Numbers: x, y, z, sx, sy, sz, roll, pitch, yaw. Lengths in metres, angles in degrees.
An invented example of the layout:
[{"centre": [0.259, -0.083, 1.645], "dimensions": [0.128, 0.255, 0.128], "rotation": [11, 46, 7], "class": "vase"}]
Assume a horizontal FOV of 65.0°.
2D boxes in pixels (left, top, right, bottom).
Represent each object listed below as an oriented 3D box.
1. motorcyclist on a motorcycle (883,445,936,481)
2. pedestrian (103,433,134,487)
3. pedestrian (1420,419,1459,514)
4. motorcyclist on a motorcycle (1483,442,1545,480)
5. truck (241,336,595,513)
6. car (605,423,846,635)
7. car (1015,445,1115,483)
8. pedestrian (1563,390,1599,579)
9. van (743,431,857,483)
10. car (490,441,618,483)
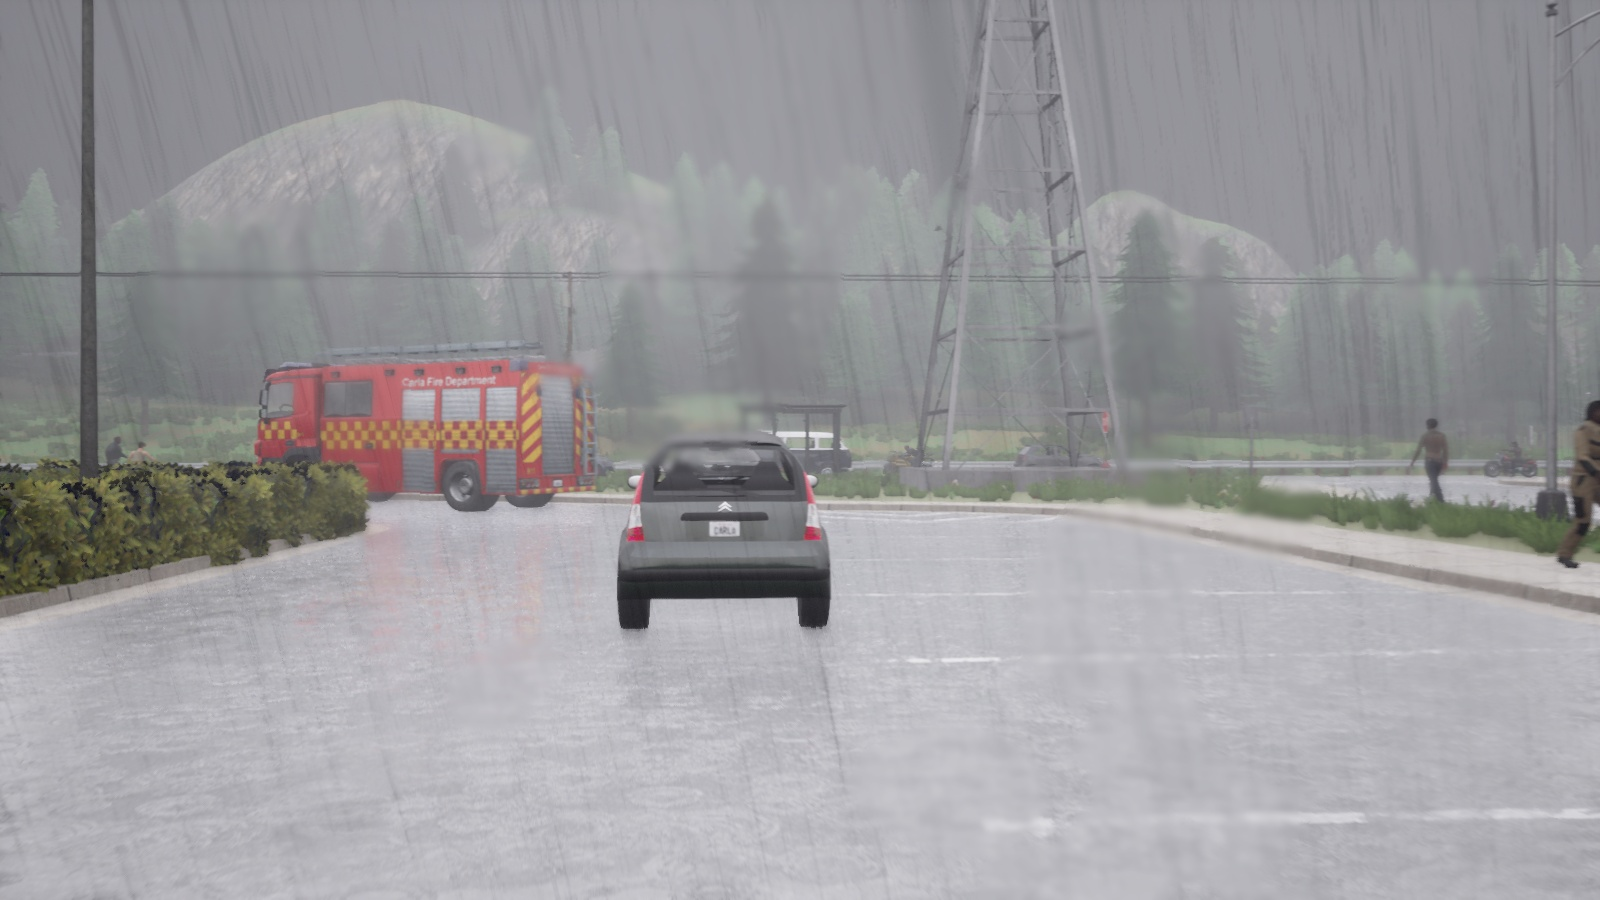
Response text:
[{"centre": [4.714, 0.561, 54.263], "dimensions": [2.191, 1.530, 0.866], "rotation": [0, 0, -3], "class": "motorcyclist on a motorcycle"}, {"centre": [-24.047, 0.341, 44.294], "dimensions": [0.849, 1.883, 0.563], "rotation": [0, 0, -14], "class": "pedestrian"}, {"centre": [12.371, 0.307, 24.312], "dimensions": [0.328, 1.805, 0.869], "rotation": [0, 0, 1], "class": "pedestrian"}, {"centre": [31.664, 0.482, 55.689], "dimensions": [2.350, 1.649, 0.766], "rotation": [0, 0, -3], "class": "motorcyclist on a motorcycle"}, {"centre": [-9.315, -0.548, 30.354], "dimensions": [8.468, 3.827, 2.891], "rotation": [0, 0, 26], "class": "truck"}, {"centre": [-0.697, 0.597, 11.657], "dimensions": [1.851, 1.617, 3.988], "rotation": [0, 0, -4], "class": "car"}, {"centre": [10.741, 0.556, 51.068], "dimensions": [3.633, 1.501, 1.845], "rotation": [0, 0, -3], "class": "car"}, {"centre": [8.361, 0.352, 13.006], "dimensions": [0.396, 1.930, 0.692], "rotation": [0, 0, -19], "class": "pedestrian"}, {"centre": [-0.035, 0.265, 50.493], "dimensions": [4.480, 2.038, 2.069], "rotation": [0, 0, -3], "class": "van"}, {"centre": [-9.738, 0.468, 49.998], "dimensions": [4.856, 1.649, 2.033], "rotation": [0, 0, -6], "class": "car"}]
